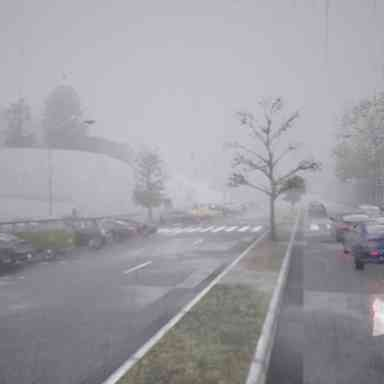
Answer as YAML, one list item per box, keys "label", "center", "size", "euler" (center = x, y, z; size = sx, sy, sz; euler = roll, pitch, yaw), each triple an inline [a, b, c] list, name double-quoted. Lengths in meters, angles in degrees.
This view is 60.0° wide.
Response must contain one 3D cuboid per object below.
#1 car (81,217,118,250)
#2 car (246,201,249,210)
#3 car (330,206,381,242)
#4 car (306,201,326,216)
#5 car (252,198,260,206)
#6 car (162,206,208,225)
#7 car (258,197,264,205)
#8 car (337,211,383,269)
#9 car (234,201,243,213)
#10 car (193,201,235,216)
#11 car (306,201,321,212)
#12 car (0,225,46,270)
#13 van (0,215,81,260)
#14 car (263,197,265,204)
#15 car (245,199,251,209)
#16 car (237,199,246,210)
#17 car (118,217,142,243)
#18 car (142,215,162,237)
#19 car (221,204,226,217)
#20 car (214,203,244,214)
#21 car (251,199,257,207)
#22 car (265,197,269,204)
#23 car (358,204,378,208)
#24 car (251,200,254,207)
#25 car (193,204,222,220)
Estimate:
- label: "car"
  center: [-6.831, 2.325, 18.554]
  size: [4.553, 1.767, 2.185]
  euler: [-4, -2, -2]
- label: "car"
  center: [7.427, 2.922, 61.251]
  size: [4.674, 1.452, 2.002]
  euler: [-4, -2, -2]
- label: "car"
  center: [8.072, 1.676, 16.774]
  size: [1.812, 1.442, 4.674]
  euler: [-4, -2, 18]
- label: "car"
  center: [14.497, 1.964, 38.739]
  size: [2.128, 1.511, 4.902]
  euler: [-4, -2, 19]
- label: "car"
  center: [12.206, 2.872, 75.488]
  size: [4.792, 1.488, 2.163]
  euler: [-4, -1, -2]
- label: "car"
  center: [-1.114, 2.706, 35.615]
  size: [4.792, 1.488, 2.163]
  euler: [-4, -2, -2]
- label: "car"
  center: [13.136, 2.584, 78.343]
  size: [5.566, 2.045, 2.435]
  euler: [-4, -1, -2]
- label: "car"
  center: [6.183, 1.586, 11.083]
  size: [1.812, 1.442, 4.674]
  euler: [-4, -2, 18]
- label: "car"
  center: [4.754, 2.839, 52.707]
  size: [5.366, 1.575, 1.946]
  euler: [-4, -2, -2]
- label: "car"
  center: [2.680, 2.562, 47.019]
  size: [5.566, 2.045, 2.435]
  euler: [-4, -2, -2]
- label: "car"
  center: [18.497, 2.116, 50.804]
  size: [2.033, 1.411, 5.357]
  euler: [-4, -1, 18]
- label: "car"
  center: [-8.741, 2.378, 12.891]
  size: [4.892, 1.521, 2.231]
  euler: [-4, -2, -2]
- label: "van"
  center: [-7.931, 2.197, 15.723]
  size: [4.442, 1.987, 1.878]
  euler: [-4, -2, -2]
- label: "car"
  center: [14.840, 2.835, 84.014]
  size: [5.366, 1.575, 1.946]
  euler: [-4, -1, -2]
- label: "car"
  center: [8.336, 2.754, 64.099]
  size: [4.553, 1.767, 2.185]
  euler: [-4, -1, -2]
- label: "car"
  center: [5.478, 2.618, 55.552]
  size: [5.566, 2.045, 2.435]
  euler: [-4, -1, -2]
- label: "car"
  center: [-5.901, 2.529, 21.375]
  size: [4.674, 1.452, 2.002]
  euler: [-4, -2, -2]
- label: "car"
  center: [-4.924, 2.555, 24.231]
  size: [4.792, 1.488, 2.163]
  euler: [-4, -2, -2]
- label: "car"
  center: [1.712, 2.823, 44.156]
  size: [4.674, 1.452, 2.002]
  euler: [-4, -2, -2]
- label: "car"
  center: [6.446, 2.906, 58.390]
  size: [4.792, 1.488, 2.163]
  euler: [-4, -1, -2]
- label: "car"
  center: [10.283, 2.865, 69.786]
  size: [5.008, 1.535, 2.097]
  euler: [-4, -1, -2]
- label: "car"
  center: [16.880, 2.575, 89.712]
  size: [5.566, 2.045, 2.435]
  euler: [-4, -1, -2]
- label: "car"
  center: [13.185, 1.655, 25.117]
  size: [1.812, 1.442, 4.674]
  euler: [-4, -2, 18]
- label: "car"
  center: [9.326, 2.913, 66.943]
  size: [4.674, 1.452, 2.002]
  euler: [-4, -2, -2]
- label: "car"
  center: [0.577, 2.760, 41.296]
  size: [5.366, 1.575, 1.946]
  euler: [-4, -2, -2]
